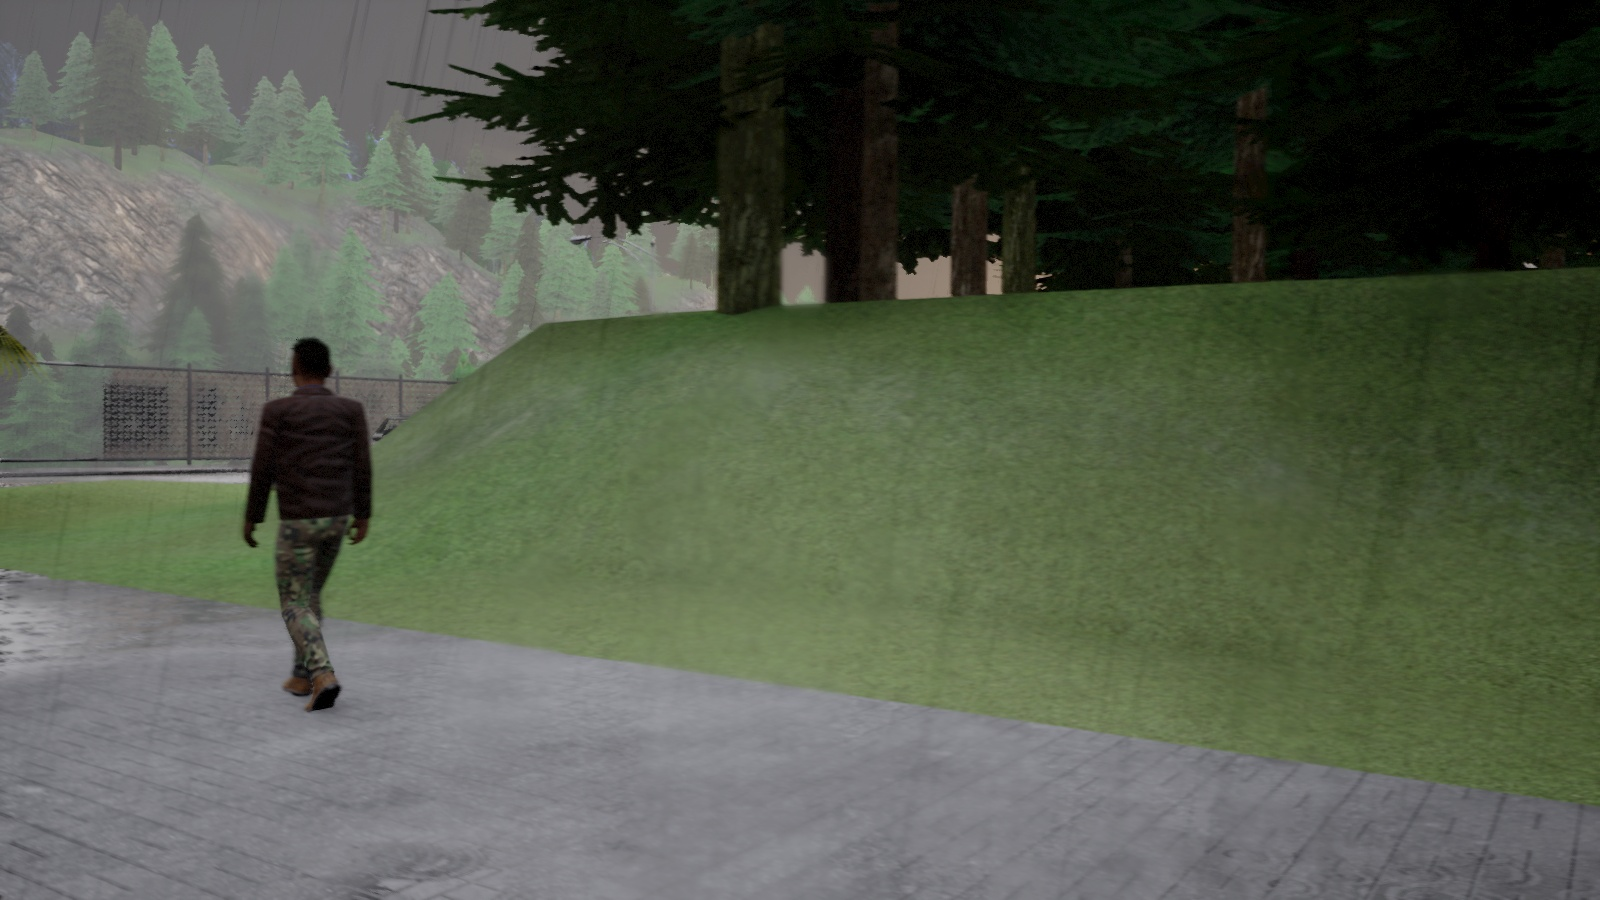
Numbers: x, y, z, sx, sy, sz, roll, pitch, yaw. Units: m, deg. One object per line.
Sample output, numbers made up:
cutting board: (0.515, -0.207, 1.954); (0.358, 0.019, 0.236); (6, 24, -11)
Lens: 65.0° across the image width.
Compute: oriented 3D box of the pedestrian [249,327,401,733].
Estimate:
pedestrian: (-2.308, 0.357, 6.089); (0.431, 1.840, 0.703); (-1, 1, -43)

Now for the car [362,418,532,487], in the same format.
car: (-10.181, 0.030, 36.530); (1.932, 1.855, 4.605); (0, 1, 34)
